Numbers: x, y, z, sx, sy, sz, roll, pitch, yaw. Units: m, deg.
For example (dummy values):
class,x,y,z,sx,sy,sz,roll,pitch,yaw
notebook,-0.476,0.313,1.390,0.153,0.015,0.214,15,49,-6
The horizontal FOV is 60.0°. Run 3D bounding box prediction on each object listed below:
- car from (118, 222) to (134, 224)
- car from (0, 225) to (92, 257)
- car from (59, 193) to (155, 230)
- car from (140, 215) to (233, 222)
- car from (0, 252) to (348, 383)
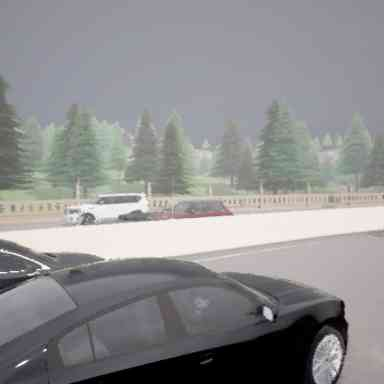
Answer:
class,x,y,z,sx,sy,sz,roll,pitch,yaw
car,-1.962,1.477,19.510,4.718,1.301,1.895,-1,0,-33
car,-3.607,1.503,5.475,4.892,1.490,1.837,-1,1,-35
car,-5.372,1.120,21.447,5.566,2.045,2.150,-1,0,-33
car,-0.108,1.231,16.494,4.553,1.767,2.097,-1,1,-32
car,-0.360,1.457,3.476,5.008,1.535,1.882,-1,1,-35
